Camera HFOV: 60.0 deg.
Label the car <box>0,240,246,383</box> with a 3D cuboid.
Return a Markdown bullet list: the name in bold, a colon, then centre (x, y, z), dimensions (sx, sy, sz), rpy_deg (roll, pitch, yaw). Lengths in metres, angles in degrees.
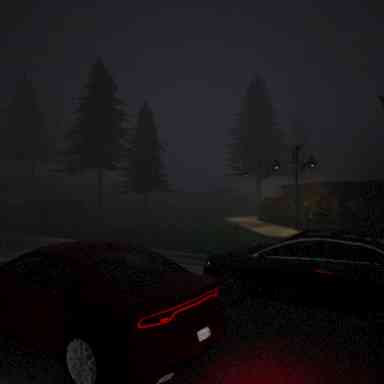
- **car**: centre (-1.872, 1.526, 5.325), dimensions (5.008, 1.535, 1.882), rpy_deg (-1, 0, 36)

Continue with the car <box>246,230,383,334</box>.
- **car**: centre (2.464, 1.508, 6.531), dimensions (4.902, 1.511, 2.128), rpy_deg (-1, -1, 36)
